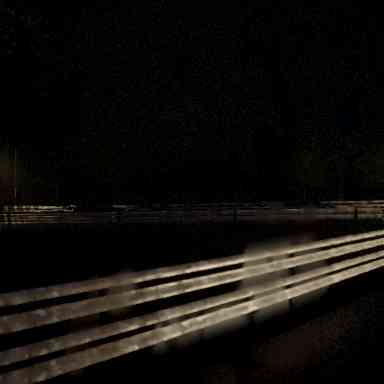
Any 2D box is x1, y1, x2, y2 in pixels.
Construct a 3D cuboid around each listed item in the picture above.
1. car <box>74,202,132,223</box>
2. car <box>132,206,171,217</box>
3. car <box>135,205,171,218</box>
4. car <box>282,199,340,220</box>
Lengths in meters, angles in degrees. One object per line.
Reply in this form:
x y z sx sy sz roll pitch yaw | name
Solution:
-9.611 2.089 35.161 5.566 2.045 2.150 -1 0 4 | car
-5.153 2.470 38.379 5.357 1.411 2.033 -1 0 4 | car
-4.925 2.463 41.872 4.181 1.385 1.994 -1 0 4 | car
11.934 1.723 33.760 5.566 2.045 2.150 -1 0 4 | car
